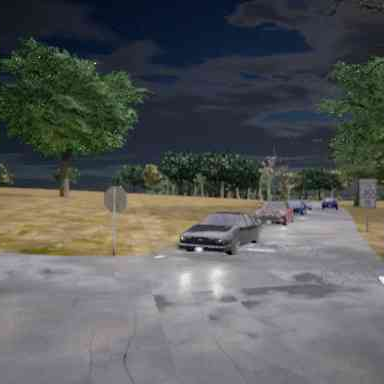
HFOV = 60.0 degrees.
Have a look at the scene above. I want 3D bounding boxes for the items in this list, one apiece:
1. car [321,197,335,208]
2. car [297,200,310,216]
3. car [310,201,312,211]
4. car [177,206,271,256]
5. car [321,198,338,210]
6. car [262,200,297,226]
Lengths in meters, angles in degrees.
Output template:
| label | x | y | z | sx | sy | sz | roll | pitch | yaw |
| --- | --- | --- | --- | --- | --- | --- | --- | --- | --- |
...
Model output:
| label | x | y | z | sx | sy | sz | roll | pitch | yaw |
| --- | --- | --- | --- | --- | --- | --- | --- | --- | --- |
| car | 22.183 | 1.680 | 54.347 | 1.882 | 1.535 | 5.008 | 0 | -1 | 20 |
| car | 10.466 | 1.519 | 33.731 | 1.882 | 1.535 | 5.008 | 0 | 0 | 24 |
| car | 14.645 | 1.697 | 43.474 | 1.895 | 1.301 | 4.718 | 0 | 0 | 23 |
| car | 1.417 | 1.507 | 13.383 | 2.033 | 1.411 | 5.357 | 0 | 0 | 27 |
| car | 18.530 | 1.591 | 44.680 | 1.882 | 1.535 | 5.008 | 0 | 0 | 22 |
| car | 5.769 | 1.344 | 23.162 | 2.097 | 1.767 | 4.553 | 0 | 0 | 24 |
